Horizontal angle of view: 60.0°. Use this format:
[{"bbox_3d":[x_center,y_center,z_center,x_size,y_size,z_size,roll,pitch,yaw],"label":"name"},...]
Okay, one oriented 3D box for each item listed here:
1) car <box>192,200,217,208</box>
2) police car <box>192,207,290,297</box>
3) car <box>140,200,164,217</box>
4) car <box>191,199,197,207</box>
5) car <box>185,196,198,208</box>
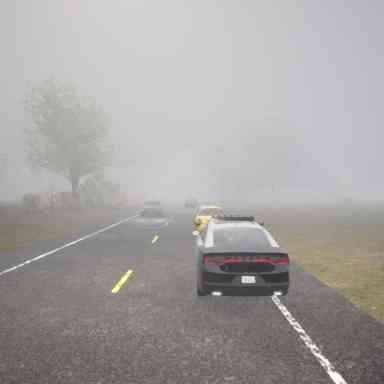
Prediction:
[{"bbox_3d":[1.045,1.449,18.843,1.801,1.575,5.366,0,0,0],"label":"car"},{"bbox_3d":[1.048,1.423,8.763,1.930,1.638,5.238,0,0,0],"label":"police car"},{"bbox_3d":[-3.610,1.487,30.849,1.837,1.490,4.892,0,0,0],"label":"car"},{"bbox_3d":[1.043,1.515,24.654,1.812,1.442,4.674,0,0,0],"label":"car"},{"bbox_3d":[0.021,1.523,46.613,1.994,1.385,4.181,0,0,1],"label":"car"}]
